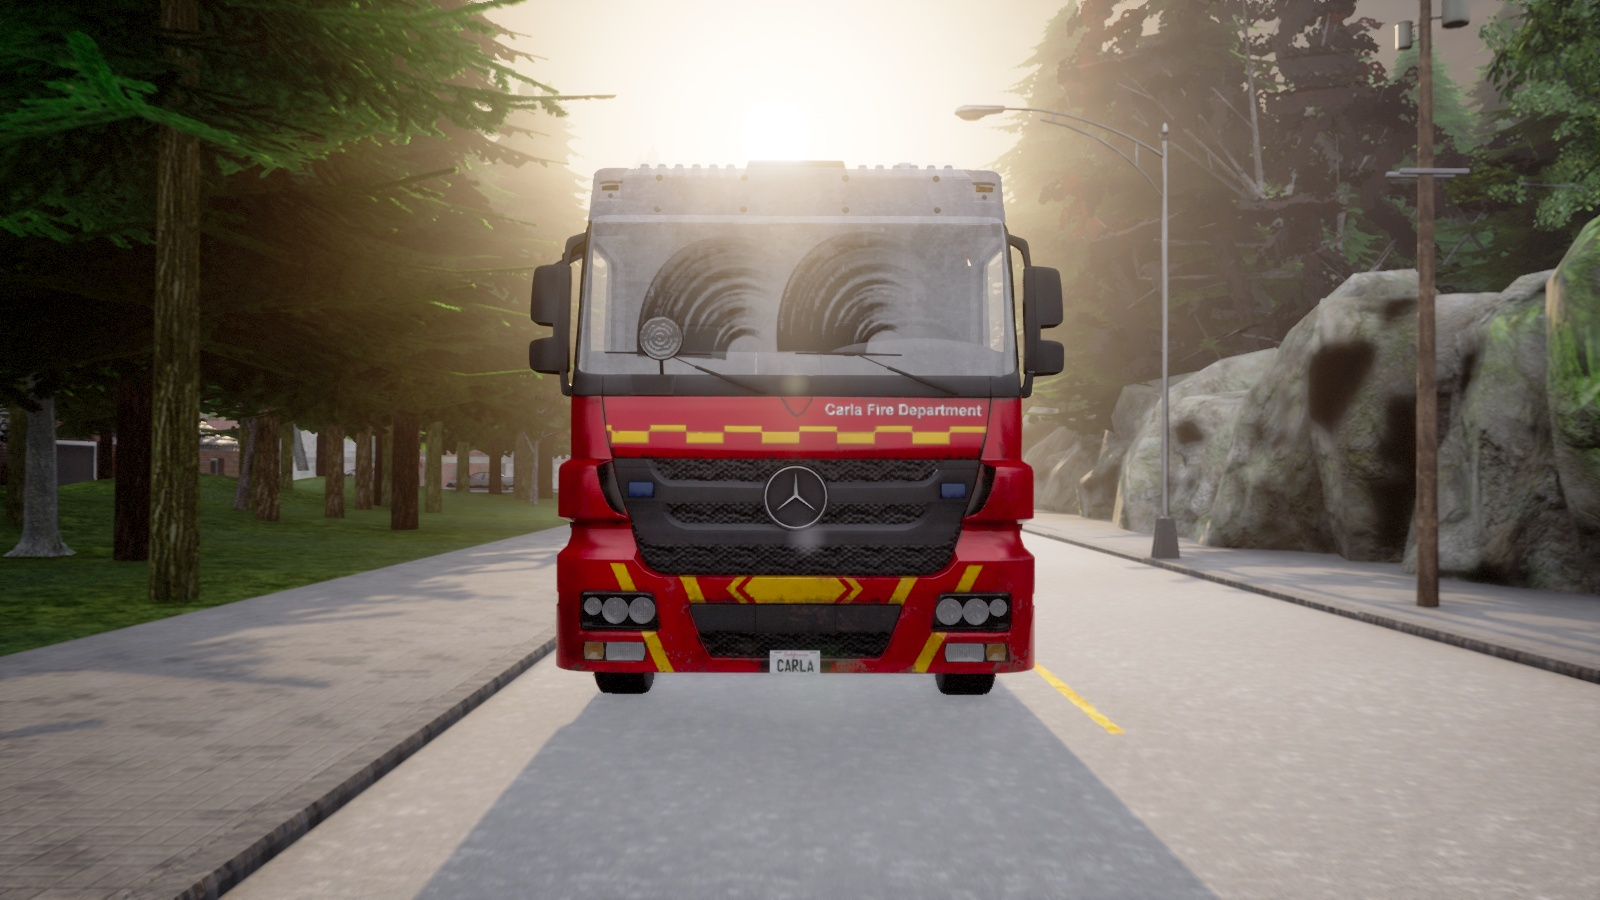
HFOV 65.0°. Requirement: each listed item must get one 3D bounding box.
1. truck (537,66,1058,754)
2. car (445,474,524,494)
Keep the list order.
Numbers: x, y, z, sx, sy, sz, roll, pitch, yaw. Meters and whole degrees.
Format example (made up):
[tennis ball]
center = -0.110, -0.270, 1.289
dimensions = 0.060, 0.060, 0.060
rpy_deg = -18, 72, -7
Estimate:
[truck]
center = -0.031, -0.162, 11.239
dimensions = 2.891, 3.827, 8.468
rpy_deg = 0, -1, 0
[car]
center = -23.418, 2.517, 93.272
dimensions = 5.357, 1.411, 2.033
rpy_deg = 0, -1, 0
